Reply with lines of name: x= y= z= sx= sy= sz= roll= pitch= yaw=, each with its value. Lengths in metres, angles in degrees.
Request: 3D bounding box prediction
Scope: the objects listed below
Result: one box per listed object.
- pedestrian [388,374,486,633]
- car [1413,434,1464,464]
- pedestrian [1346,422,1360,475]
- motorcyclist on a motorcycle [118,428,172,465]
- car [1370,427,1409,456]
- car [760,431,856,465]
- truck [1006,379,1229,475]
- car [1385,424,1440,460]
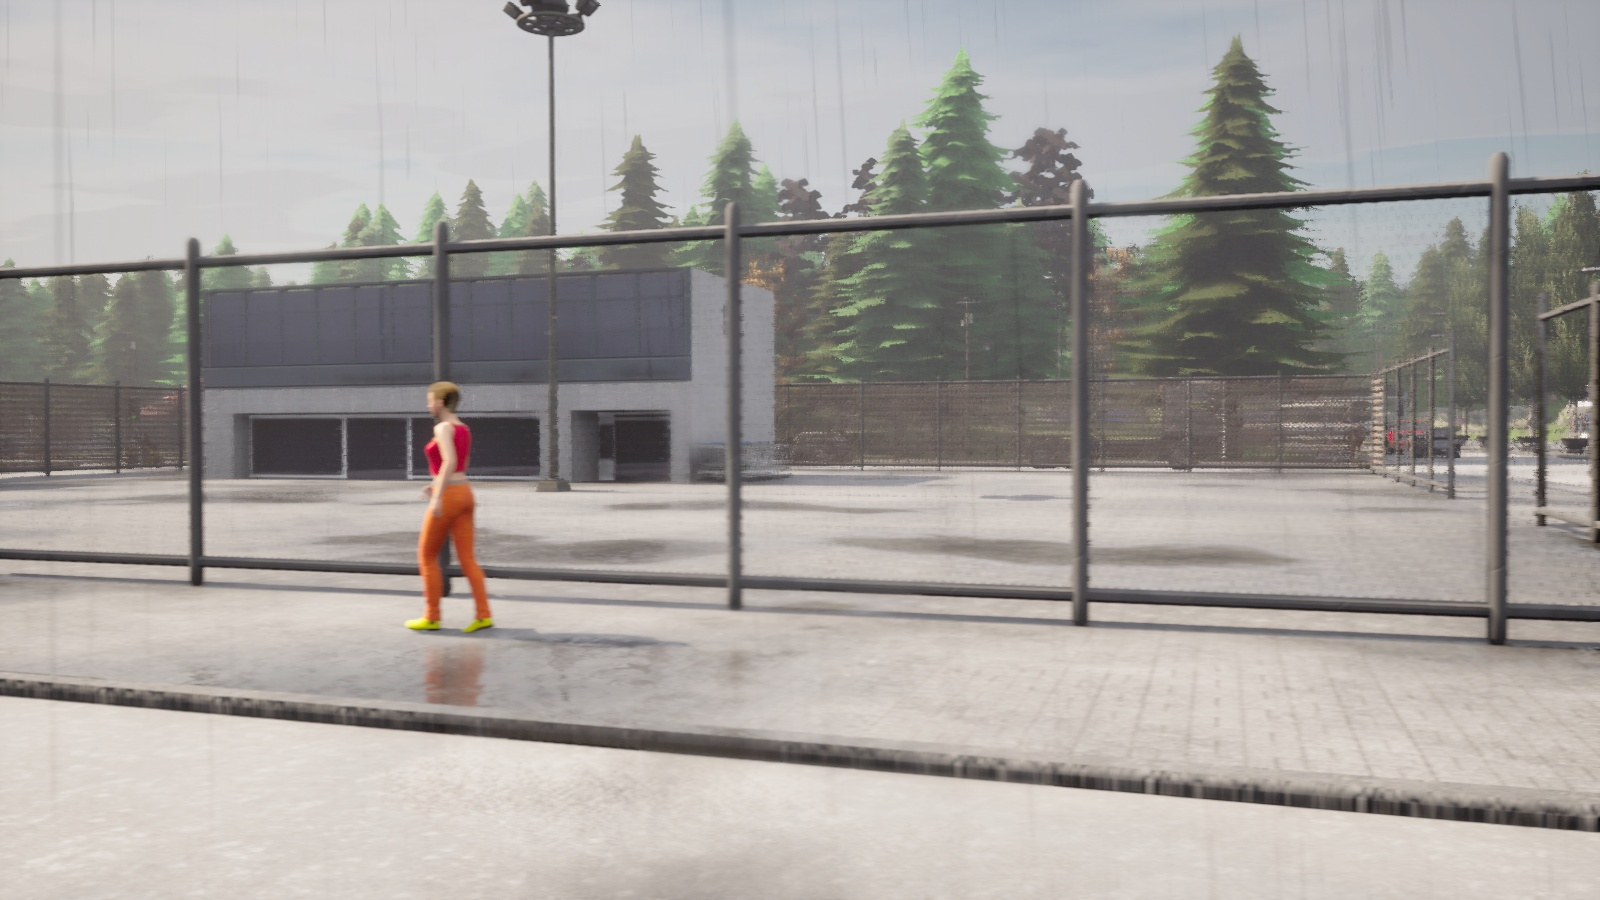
pedestrian: x=-2.644 y=0.379 z=9.153 sx=0.594 sy=1.836 sz=0.345 roll=1 pitch=1 yaw=18
car: x=32.733 y=-0.068 z=64.499 sx=1.845 sy=1.501 sz=3.633 roll=1 pitch=1 yaw=19
pedestrian: x=20.275 y=-0.068 z=46.063 sx=0.396 sy=1.930 sz=0.692 roll=1 pitch=1 yaw=18
motorcyclist on a motorcycle: x=-27.630 y=-0.150 z=52.994 sx=0.797 sy=1.523 sz=2.044 roll=0 pitch=1 yaw=18
car: x=39.009 y=-0.560 z=83.145 sx=1.905 sy=1.878 sz=3.866 roll=1 pitch=1 yaw=18
car: x=0.353 y=-0.100 z=55.637 sx=3.806 sy=1.475 sz=1.970 roll=1 pitch=1 yaw=19
truck: x=12.001 y=-0.871 z=47.475 sx=7.936 sy=3.462 sz=2.891 roll=0 pitch=1 yaw=18
car: x=35.662 y=-0.491 z=73.242 sx=2.150 sy=2.045 sz=5.566 roll=1 pitch=1 yaw=18
